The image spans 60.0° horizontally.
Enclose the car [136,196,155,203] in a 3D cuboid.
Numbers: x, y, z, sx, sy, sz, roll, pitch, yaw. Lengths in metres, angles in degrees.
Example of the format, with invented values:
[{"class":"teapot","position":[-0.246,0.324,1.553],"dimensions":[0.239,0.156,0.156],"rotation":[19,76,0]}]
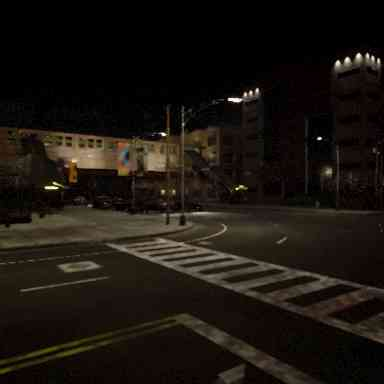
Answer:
[{"class":"car","position":[-9.648,1.568,69.132],"dimensions":[1.895,1.301,4.718],"rotation":[0,0,-35]}]

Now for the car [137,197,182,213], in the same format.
[{"class":"car","position":[-3.625,1.532,36.417],"dimensions":[2.033,1.411,5.357],"rotation":[0,0,-35]}]

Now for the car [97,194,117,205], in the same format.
[{"class":"car","position":[-15.215,1.333,59.244],"dimensions":[2.097,1.767,4.553],"rotation":[0,0,-34]}]

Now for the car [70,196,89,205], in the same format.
[{"class":"car","position":[-20.715,1.478,61.107],"dimensions":[2.128,1.511,4.902],"rotation":[0,0,-34]}]

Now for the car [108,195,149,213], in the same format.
[{"class":"car","position":[-6.967,1.467,36.307],"dimensions":[2.097,1.535,5.008],"rotation":[0,0,-35]}]

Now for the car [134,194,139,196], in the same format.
[{"class":"car","position":[-6.066,1.459,46.023],"dimensions":[1.882,1.535,5.008],"rotation":[0,0,-35]}]

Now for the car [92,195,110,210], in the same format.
[{"class":"car","position":[-10.766,1.342,41.491],"dimensions":[2.185,1.767,4.553],"rotation":[0,0,-35]}]

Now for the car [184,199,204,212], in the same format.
[{"class":"car","position":[-0.459,1.546,38.002],"dimensions":[1.994,1.385,4.181],"rotation":[0,0,-35]}]

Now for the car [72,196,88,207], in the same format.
[{"class":"car","position":[-16.916,1.469,50.339],"dimensions":[2.231,1.521,4.892],"rotation":[0,0,-25]}]

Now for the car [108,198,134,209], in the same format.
[{"class":"car","position":[-9.726,1.511,45.150],"dimensions":[1.812,1.442,4.674],"rotation":[0,0,-35]}]

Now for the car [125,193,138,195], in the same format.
[{"class":"car","position":[-13.927,1.202,75.165],"dimensions":[2.435,2.045,5.566],"rotation":[0,0,-35]}]
